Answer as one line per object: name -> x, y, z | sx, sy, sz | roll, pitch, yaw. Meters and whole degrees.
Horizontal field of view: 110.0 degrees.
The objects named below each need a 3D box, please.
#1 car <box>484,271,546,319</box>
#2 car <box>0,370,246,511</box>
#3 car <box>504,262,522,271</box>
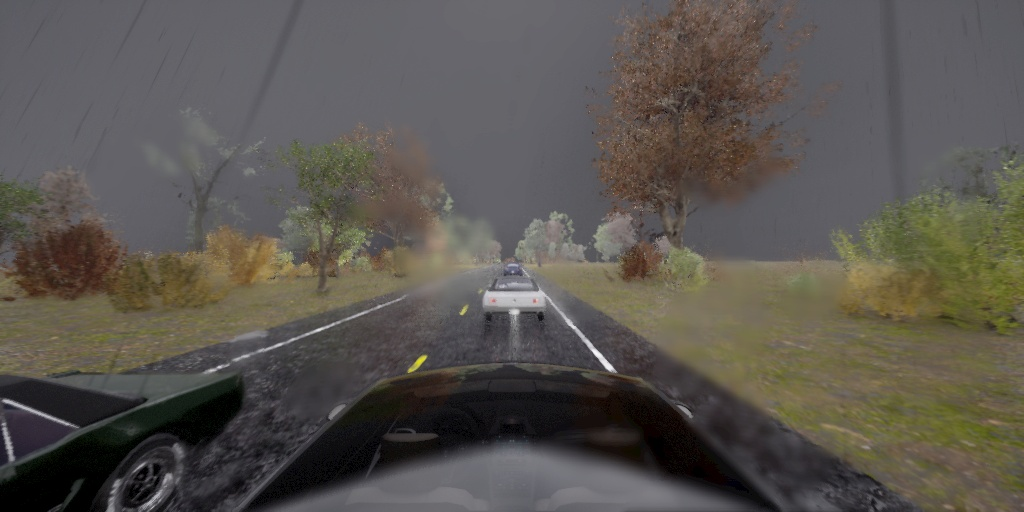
car -> 0.090, 1.368, 12.795 | 1.895, 1.301, 4.718 | 0, 0, 0
car -> -3.588, 1.351, 1.313 | 1.895, 1.301, 4.718 | 0, 0, 0
car -> 0.093, 1.367, 37.182 | 1.812, 1.442, 4.674 | 0, 0, 0
